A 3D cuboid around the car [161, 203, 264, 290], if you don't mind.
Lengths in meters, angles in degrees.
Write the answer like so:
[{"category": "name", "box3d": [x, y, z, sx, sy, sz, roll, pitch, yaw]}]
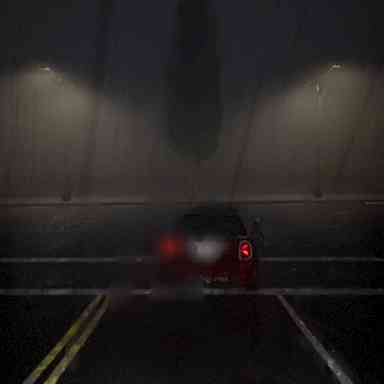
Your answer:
[{"category": "car", "box3d": [0.750, 1.069, 8.839, 2.097, 1.767, 4.553, 1, 5, 13]}]
